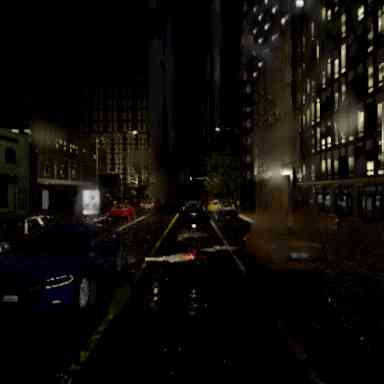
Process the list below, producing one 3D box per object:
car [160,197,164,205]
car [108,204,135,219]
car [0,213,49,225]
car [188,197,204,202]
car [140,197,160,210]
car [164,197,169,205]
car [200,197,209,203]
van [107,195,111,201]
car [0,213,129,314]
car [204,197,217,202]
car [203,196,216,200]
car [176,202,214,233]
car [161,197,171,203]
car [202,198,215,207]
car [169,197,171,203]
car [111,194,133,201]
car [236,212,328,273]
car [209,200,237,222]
[{"bbox_3d":[-5.671,1.713,49.116,1.802,1.307,4.206,0,0,0],"label":"car"},{"bbox_3d":[-5.681,1.652,27.019,1.802,1.307,4.206,0,0,0],"label":"car"},{"bbox_3d":[-5.689,1.467,10.446,1.967,1.590,4.097,0,0,0],"label":"car"},{"bbox_3d":[0.120,1.671,40.779,1.994,1.385,4.181,0,0,0],"label":"car"},{"bbox_3d":[-5.674,1.555,43.591,1.967,1.590,4.097,0,0,0],"label":"car"},{"bbox_3d":[-5.666,1.602,60.164,1.967,1.590,4.097,0,0,0],"label":"car"},{"bbox_3d":[2.852,1.791,76.736,1.802,1.307,4.206,0,0,0],"label":"car"},{"bbox_3d":[-24.106,1.580,90.770,3.998,1.788,1.690,0,0,1],"label":"van"},{"bbox_3d":[-2.997,1.498,8.003,1.882,1.535,5.008,0,0,0],"label":"car"},{"bbox_3d":[2.704,1.625,38.237,1.752,1.417,4.829,0,0,0],"label":"car"},{"bbox_3d":[2.708,1.445,49.116,2.192,1.841,5.009,0,0,0],"label":"car"},{"bbox_3d":[0.108,1.557,20.181,1.837,1.490,4.892,0,0,0],"label":"car"},{"bbox_3d":[-5.788,1.750,75.364,1.887,1.381,4.507,0,0,0],"label":"car"},{"bbox_3d":[2.712,1.691,54.640,1.887,1.381,4.507,0,0,0],"label":"car"},{"bbox_3d":[-5.722,1.744,65.687,1.947,1.339,4.313,0,0,0],"label":"car"},{"bbox_3d":[-18.565,1.561,90.710,5.009,1.841,2.192,0,0,1],"label":"car"},{"bbox_3d":[2.691,1.552,10.615,1.752,1.417,4.829,0,0,0],"label":"car"},{"bbox_3d":[2.699,1.620,27.019,2.008,1.369,4.403,0,0,0],"label":"car"}]
